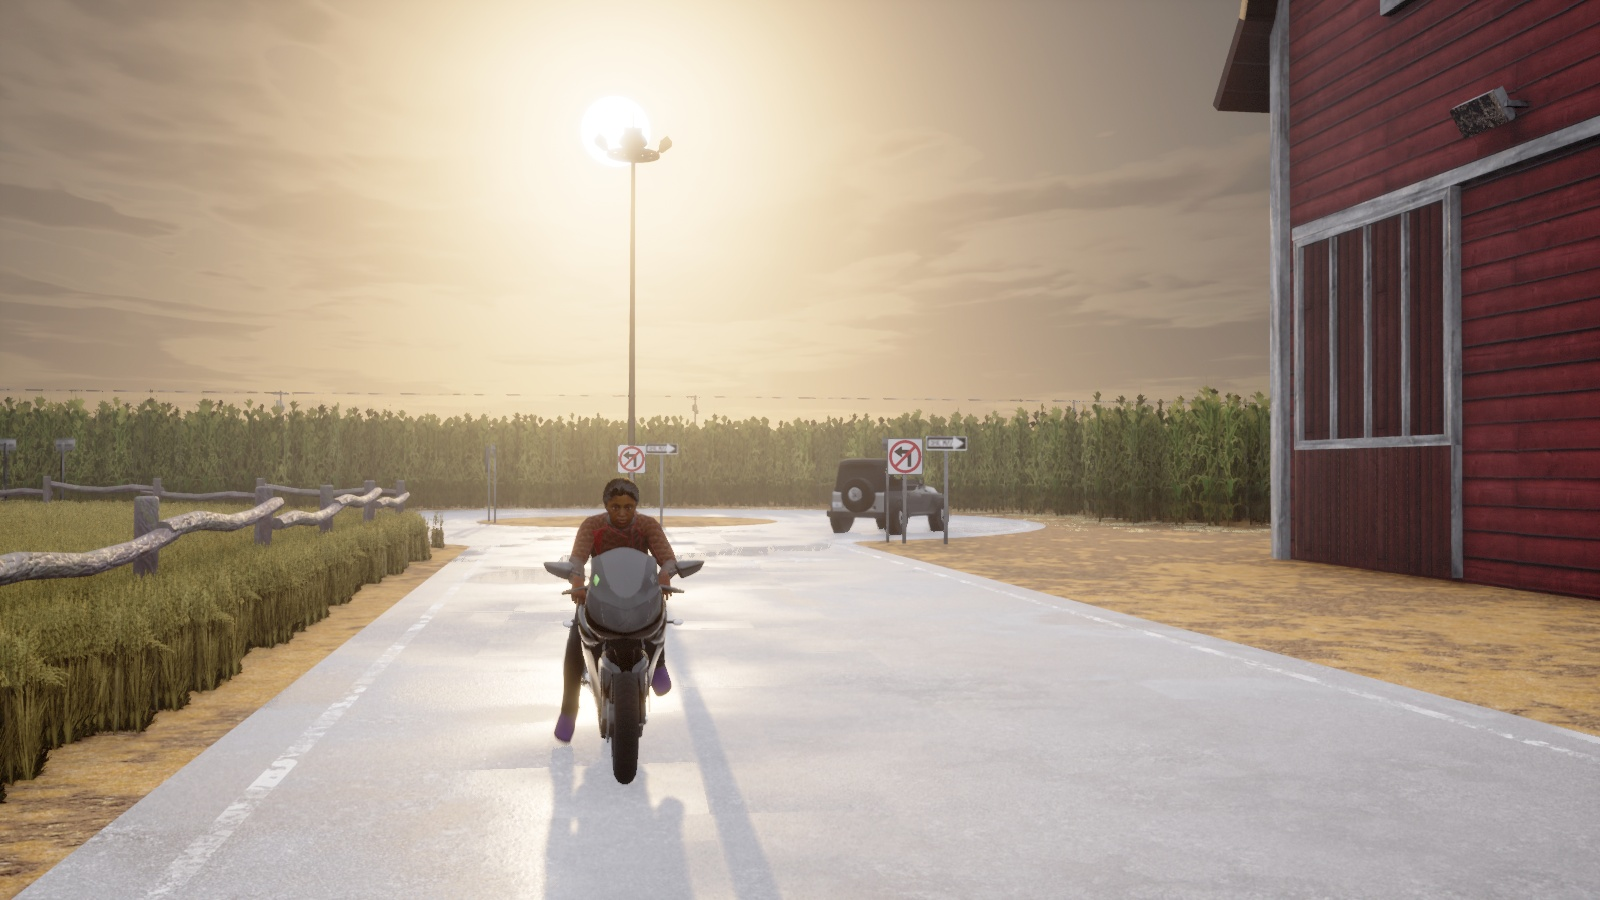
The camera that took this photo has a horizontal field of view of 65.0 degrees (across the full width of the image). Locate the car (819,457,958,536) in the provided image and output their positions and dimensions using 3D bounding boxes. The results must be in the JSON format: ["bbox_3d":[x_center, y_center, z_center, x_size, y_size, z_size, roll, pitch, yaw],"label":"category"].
[{"bbox_3d":[2.317,1.138,32.050,1.905,1.878,3.866,-1,-1,33],"label":"car"}]

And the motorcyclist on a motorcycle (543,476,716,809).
[{"bbox_3d":[-0.977,0.917,6.861,0.797,1.523,2.044,0,-2,-10],"label":"motorcyclist on a motorcycle"}]
